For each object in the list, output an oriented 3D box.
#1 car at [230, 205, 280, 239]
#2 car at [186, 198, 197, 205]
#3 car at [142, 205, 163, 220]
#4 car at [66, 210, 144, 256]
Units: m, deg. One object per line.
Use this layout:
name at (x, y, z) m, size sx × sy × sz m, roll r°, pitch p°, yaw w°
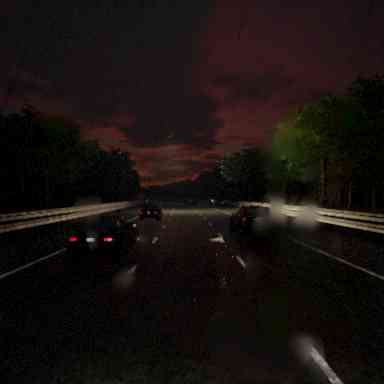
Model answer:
car at (3.427, 1.561, 18.923) m, size 2.097 × 1.767 × 4.553 m, roll 0°, pitch -1°, yaw -1°
car at (0.266, 2.735, 87.939) m, size 1.895 × 1.301 × 4.718 m, roll 0°, pitch -1°, yaw -4°
car at (-3.839, 1.899, 31.540) m, size 2.033 × 1.411 × 5.357 m, roll 0°, pitch -1°, yaw -2°
car at (-3.495, 1.703, 13.840) m, size 2.033 × 1.411 × 5.357 m, roll 0°, pitch -1°, yaw -1°
